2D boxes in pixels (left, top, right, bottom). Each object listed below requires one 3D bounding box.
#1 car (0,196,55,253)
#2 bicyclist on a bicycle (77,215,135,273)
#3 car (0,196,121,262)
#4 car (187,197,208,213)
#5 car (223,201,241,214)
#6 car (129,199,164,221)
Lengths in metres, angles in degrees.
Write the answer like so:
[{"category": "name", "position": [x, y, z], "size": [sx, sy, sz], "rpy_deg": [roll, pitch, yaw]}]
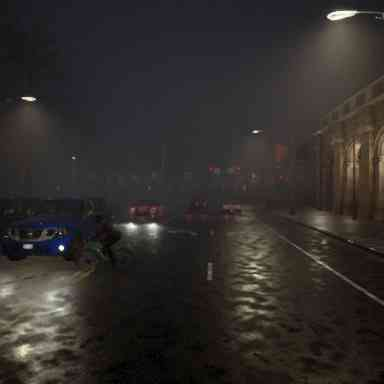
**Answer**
[{"category": "car", "position": [-8.059, 1.222, 13.790], "size": [2.150, 2.045, 5.566], "rpy_deg": [0, 0, 4]}, {"category": "bicyclist on a bicycle", "position": [-2.419, 1.455, 9.223], "size": [1.656, 1.620, 0.582], "rpy_deg": [-2, 0, 3]}, {"category": "car", "position": [-4.634, 1.217, 12.535], "size": [2.150, 2.045, 5.566], "rpy_deg": [0, 1, 4]}, {"category": "car", "position": [0.692, 1.352, 36.373], "size": [2.097, 1.767, 4.553], "rpy_deg": [0, 0, 4]}, {"category": "car", "position": [4.261, 1.601, 36.019], "size": [1.895, 1.301, 4.718], "rpy_deg": [0, 0, 5]}, {"category": "car", "position": [-3.549, 1.351, 26.815], "size": [2.097, 1.767, 4.553], "rpy_deg": [0, 0, 4]}]
